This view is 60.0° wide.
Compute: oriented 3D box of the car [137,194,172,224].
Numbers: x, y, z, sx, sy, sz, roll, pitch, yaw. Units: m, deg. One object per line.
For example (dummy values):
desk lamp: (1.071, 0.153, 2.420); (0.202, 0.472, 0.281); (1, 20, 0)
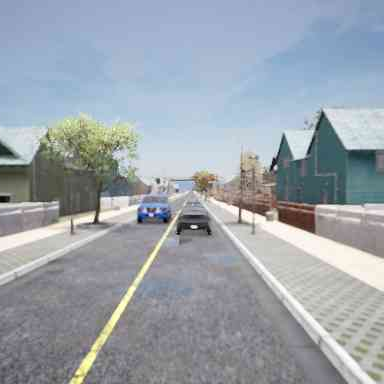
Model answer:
car: (-2.749, 1.202, 25.239); (2.150, 2.045, 5.566); (0, 0, 0)

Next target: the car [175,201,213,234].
car: (0.104, 1.492, 19.027); (1.837, 1.490, 4.892); (0, 0, 0)

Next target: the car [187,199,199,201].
car: (0.110, 1.523, 41.947); (2.033, 1.411, 5.357); (0, 0, 0)
